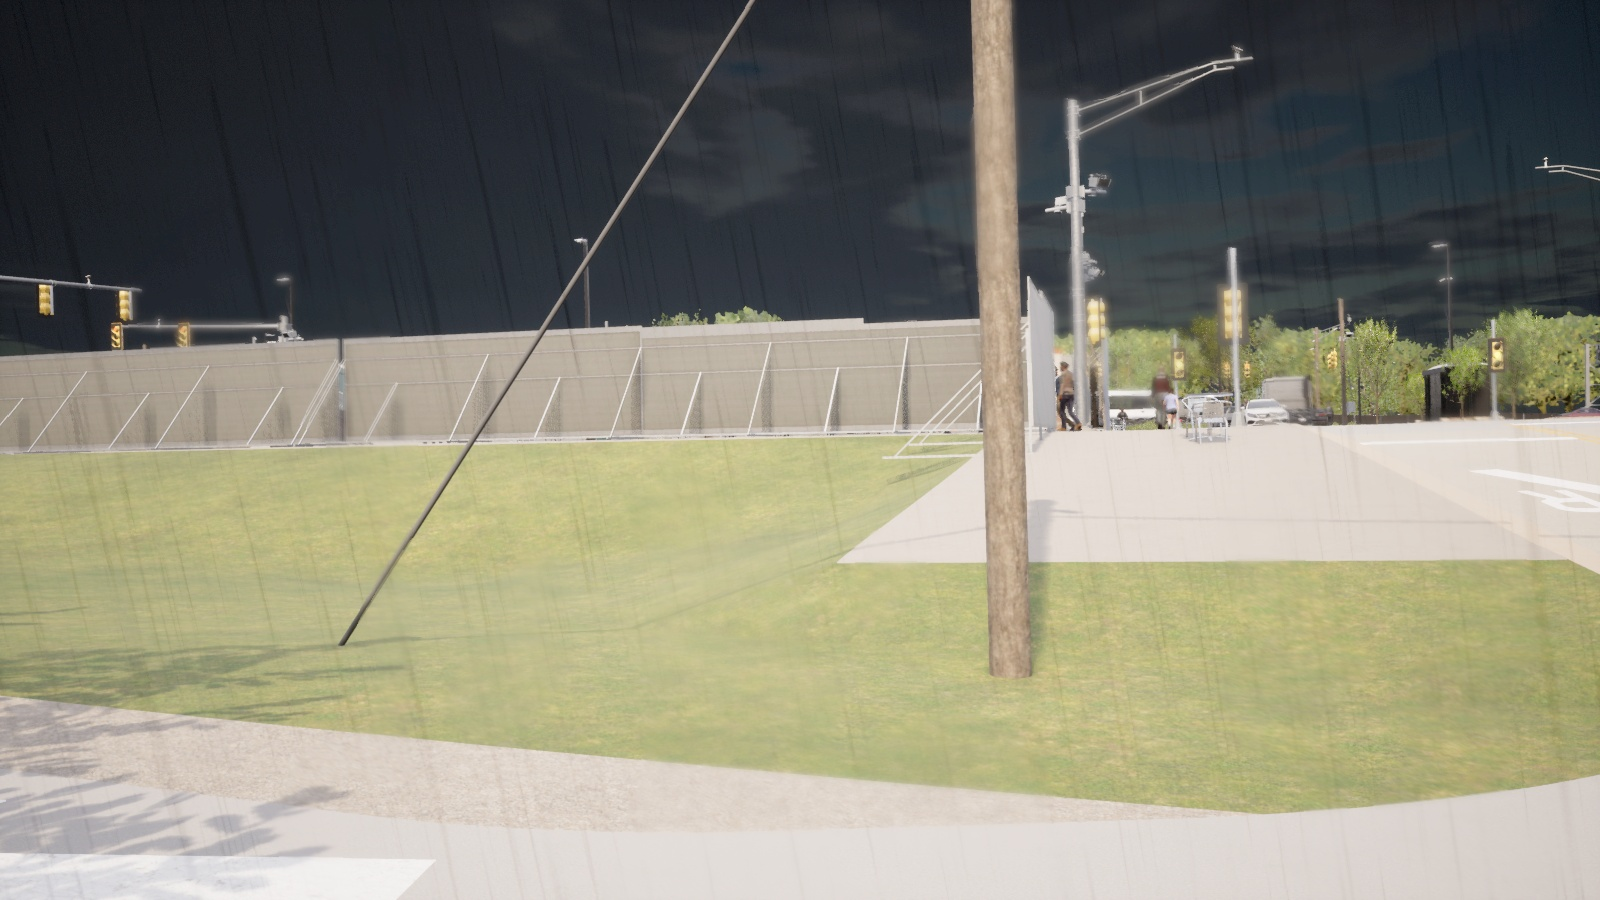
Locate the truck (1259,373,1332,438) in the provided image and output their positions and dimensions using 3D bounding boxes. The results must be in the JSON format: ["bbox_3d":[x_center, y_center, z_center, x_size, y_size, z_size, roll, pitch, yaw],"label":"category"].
[{"bbox_3d":[28.999,-2.506,73.825,2.891,3.462,7.936,-1,0,14],"label":"truck"}]

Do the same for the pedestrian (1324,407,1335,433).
[{"bbox_3d":[37.111,-2.092,87.970,0.540,1.848,0.694,-1,0,12],"label":"pedestrian"}]

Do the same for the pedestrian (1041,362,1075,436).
[{"bbox_3d":[6.856,-1.355,33.391,0.788,1.949,0.423,-1,0,0],"label":"pedestrian"}]

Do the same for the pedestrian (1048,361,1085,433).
[{"bbox_3d":[6.834,-1.352,32.201,0.328,1.805,0.869,-1,0,-38],"label":"pedestrian"}]

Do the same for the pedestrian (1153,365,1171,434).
[{"bbox_3d":[9.841,-1.366,34.127,0.376,1.854,0.720,-1,0,19],"label":"pedestrian"}]

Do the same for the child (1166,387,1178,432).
[{"bbox_3d":[9.205,-1.003,31.061,0.255,1.110,0.394,-1,0,19],"label":"child"}]

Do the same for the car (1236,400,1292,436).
[{"bbox_3d":[20.678,-1.396,56.103,1.812,1.442,4.674,-1,0,14],"label":"car"}]

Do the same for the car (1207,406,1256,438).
[{"bbox_3d":[24.708,-1.589,72.027,2.242,1.667,4.611,-1,0,14],"label":"car"}]
